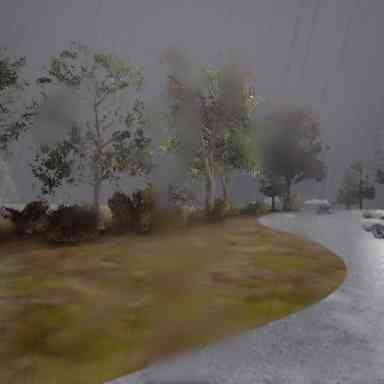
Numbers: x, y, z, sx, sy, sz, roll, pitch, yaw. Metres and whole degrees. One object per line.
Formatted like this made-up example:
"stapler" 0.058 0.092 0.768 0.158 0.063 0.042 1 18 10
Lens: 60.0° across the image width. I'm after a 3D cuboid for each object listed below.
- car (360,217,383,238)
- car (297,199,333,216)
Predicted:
"car" 10.262 1.545 14.959 1.895 1.301 4.718 0 0 -28
"car" 11.685 1.414 31.512 1.837 1.490 4.892 -1 0 44
